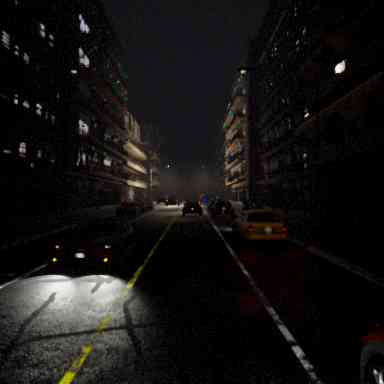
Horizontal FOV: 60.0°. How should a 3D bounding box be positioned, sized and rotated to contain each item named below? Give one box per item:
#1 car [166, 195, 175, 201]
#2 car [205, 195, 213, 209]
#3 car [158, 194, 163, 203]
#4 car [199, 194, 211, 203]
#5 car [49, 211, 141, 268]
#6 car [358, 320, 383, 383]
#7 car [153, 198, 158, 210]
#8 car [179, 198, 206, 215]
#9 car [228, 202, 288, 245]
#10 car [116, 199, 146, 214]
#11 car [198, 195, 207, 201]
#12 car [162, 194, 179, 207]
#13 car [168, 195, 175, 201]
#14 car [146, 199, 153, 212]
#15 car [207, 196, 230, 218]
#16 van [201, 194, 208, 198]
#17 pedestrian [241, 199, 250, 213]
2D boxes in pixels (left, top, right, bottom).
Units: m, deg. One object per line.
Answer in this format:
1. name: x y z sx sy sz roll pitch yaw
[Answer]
1. car: -5.684 1.611 86.842 2.008 1.369 4.403 1 0 0
2. car: 2.701 1.459 35.848 1.967 1.590 4.097 1 0 0
3. car: -5.679 1.355 64.196 2.192 1.841 5.009 1 0 0
4. car: 2.701 1.360 69.818 2.192 1.841 5.009 1 0 0
5. car: -3.102 1.570 11.190 1.994 1.385 4.181 0 0 0
6. car: 2.703 1.441 1.877 1.967 1.590 4.097 1 0 0
7. car: -5.681 1.547 41.379 1.752 1.417 4.829 1 0 0
8. car: 0.049 1.581 33.543 1.994 1.385 4.181 0 0 0
9. car: 2.998 1.464 15.618 1.801 1.575 5.366 0 0 0
10. car: -5.681 1.560 30.227 1.887 1.381 4.507 1 0 0
11. car: 2.696 1.611 86.804 2.008 1.369 4.403 1 0 0
12. car: -3.075 1.382 52.751 2.097 1.767 4.553 0 0 0
13. car: -5.685 1.592 92.335 1.752 1.417 4.829 1 0 0
14. car: -5.680 1.544 35.718 1.752 1.417 4.829 1 0 0
15. car: 2.701 1.456 30.187 1.967 1.590 4.097 1 0 0
16. van: 2.701 1.371 52.833 1.690 1.788 3.998 1 0 0
17. pedestrian: 2.998 1.303 18.626 0.375 1.860 0.375 1 -1 -3
